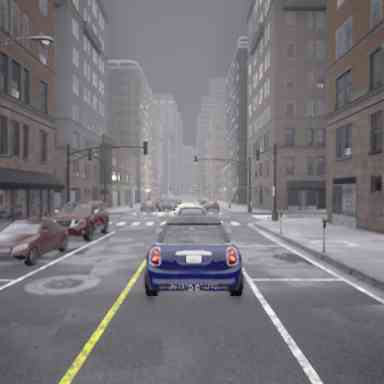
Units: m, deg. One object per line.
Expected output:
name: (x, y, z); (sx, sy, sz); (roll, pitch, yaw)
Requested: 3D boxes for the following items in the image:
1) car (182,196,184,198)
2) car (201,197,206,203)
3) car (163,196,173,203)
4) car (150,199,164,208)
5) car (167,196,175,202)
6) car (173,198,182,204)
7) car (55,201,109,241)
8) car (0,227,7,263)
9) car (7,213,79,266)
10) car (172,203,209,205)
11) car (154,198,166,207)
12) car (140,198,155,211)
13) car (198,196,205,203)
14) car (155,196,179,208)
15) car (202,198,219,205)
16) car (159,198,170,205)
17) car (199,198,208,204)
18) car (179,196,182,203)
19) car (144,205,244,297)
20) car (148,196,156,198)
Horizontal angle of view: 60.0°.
car: (-3.226, 1.924, 63.780); (2.033, 1.411, 5.357); (0, 0, 1)
car: (2.710, 1.810, 50.053); (1.752, 1.417, 4.829); (-1, 0, 0)
car: (-5.910, 1.831, 83.224); (2.192, 1.841, 5.009); (-1, 0, 0)
car: (-5.829, 1.865, 55.398); (1.887, 1.381, 4.507); (-1, 0, 0)
car: (-5.939, 2.036, 94.353); (1.967, 1.590, 4.097); (-1, 0, 0)
car: (-3.205, 2.026, 74.050); (1.895, 1.301, 4.718); (0, 0, 0)
car: (-5.725, 1.405, 17.270); (2.192, 1.841, 5.009); (-1, 0, 0)
car: (-5.692, 1.582, 6.103); (2.008, 1.369, 4.403); (-1, 0, 0)
car: (-5.707, 1.642, 11.686); (1.802, 1.307, 4.206); (-1, 0, 0)
car: (-0.078, 1.607, 19.080); (1.837, 1.490, 4.892); (1, 0, -2)
car: (-5.844, 1.881, 60.792); (1.752, 1.417, 4.829); (-1, 0, 0)
car: (-5.798, 1.830, 44.268); (1.802, 1.307, 4.206); (-1, 0, 0)
car: (2.665, 1.940, 66.572); (1.887, 1.381, 4.507); (-1, 0, 0)
car: (-3.218, 1.597, 43.673); (2.097, 1.767, 4.553); (0, 0, 0)
car: (2.727, 1.830, 44.319); (1.802, 1.307, 4.206); (-1, 0, 0)
car: (-5.876, 1.985, 72.091); (2.008, 1.369, 4.403); (-1, 0, 0)
car: (2.634, 2.019, 77.699); (1.887, 1.381, 4.507); (-1, 0, 0)
car: (-3.238, 1.801, 53.715); (2.128, 1.511, 4.902); (0, 0, 0)
car: (0.044, 1.397, 8.872); (2.097, 1.767, 4.553); (0, 0, 0)
car: (-5.817, 1.599, 49.835); (2.192, 1.841, 5.009); (-1, 0, 0)
